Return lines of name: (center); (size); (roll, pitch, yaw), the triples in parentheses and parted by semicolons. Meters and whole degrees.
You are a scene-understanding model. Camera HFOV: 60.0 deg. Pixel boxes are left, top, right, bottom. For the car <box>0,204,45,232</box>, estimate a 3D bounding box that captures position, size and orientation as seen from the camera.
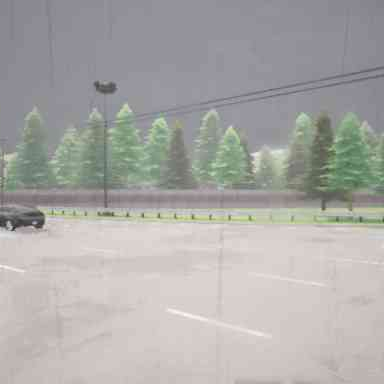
car: (-10.945, 1.523, 20.399); (4.892, 1.490, 1.837); (0, 0, 36)
